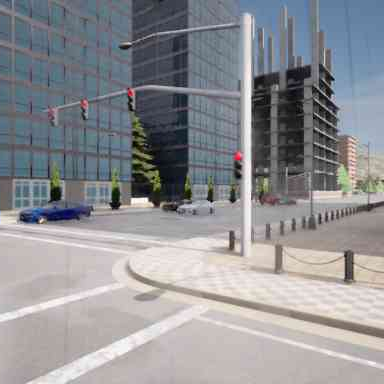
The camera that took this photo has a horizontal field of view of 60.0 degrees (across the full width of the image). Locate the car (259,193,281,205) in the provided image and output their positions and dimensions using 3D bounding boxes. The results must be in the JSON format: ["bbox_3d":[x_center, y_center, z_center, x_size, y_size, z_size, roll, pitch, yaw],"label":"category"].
[{"bbox_3d":[13.228,1.164,55.314,2.150,2.045,5.566,0,0,36],"label":"car"}]

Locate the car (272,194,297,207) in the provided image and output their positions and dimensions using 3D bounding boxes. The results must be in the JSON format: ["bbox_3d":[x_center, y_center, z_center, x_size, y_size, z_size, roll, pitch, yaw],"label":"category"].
[{"bbox_3d":[14.756,1.433,51.494,2.128,1.511,4.902,0,0,36],"label":"car"}]

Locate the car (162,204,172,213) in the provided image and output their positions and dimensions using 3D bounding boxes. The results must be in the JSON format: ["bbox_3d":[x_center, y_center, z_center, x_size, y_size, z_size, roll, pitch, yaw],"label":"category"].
[{"bbox_3d":[-1.124,1.540,35.683,1.895,1.301,4.718,0,0,36],"label":"car"}]

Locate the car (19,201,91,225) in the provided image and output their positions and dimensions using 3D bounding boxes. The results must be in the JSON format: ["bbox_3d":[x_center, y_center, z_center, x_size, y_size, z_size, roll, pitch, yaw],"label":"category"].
[{"bbox_3d":[-9.644,1.423,23.765,1.882,1.535,5.008,0,0,36],"label":"car"}]

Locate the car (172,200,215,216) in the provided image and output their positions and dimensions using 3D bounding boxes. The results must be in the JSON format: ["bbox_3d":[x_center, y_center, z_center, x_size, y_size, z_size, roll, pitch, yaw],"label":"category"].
[{"bbox_3d":[0.475,1.466,31.898,1.812,1.442,4.674,0,0,36],"label":"car"}]
